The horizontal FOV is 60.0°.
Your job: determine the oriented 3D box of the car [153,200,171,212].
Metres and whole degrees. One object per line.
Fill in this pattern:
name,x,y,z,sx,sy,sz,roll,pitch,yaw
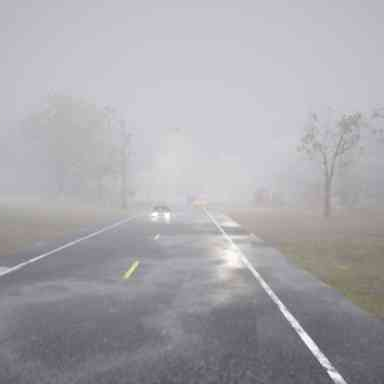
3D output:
car,-3.577,1.652,40.056,1.895,1.301,4.718,0,0,0

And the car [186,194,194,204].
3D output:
car,0.021,1.342,66.806,2.150,2.045,5.566,0,0,0

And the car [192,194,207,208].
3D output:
car,1.240,1.531,49.189,1.801,1.575,5.366,0,0,0
